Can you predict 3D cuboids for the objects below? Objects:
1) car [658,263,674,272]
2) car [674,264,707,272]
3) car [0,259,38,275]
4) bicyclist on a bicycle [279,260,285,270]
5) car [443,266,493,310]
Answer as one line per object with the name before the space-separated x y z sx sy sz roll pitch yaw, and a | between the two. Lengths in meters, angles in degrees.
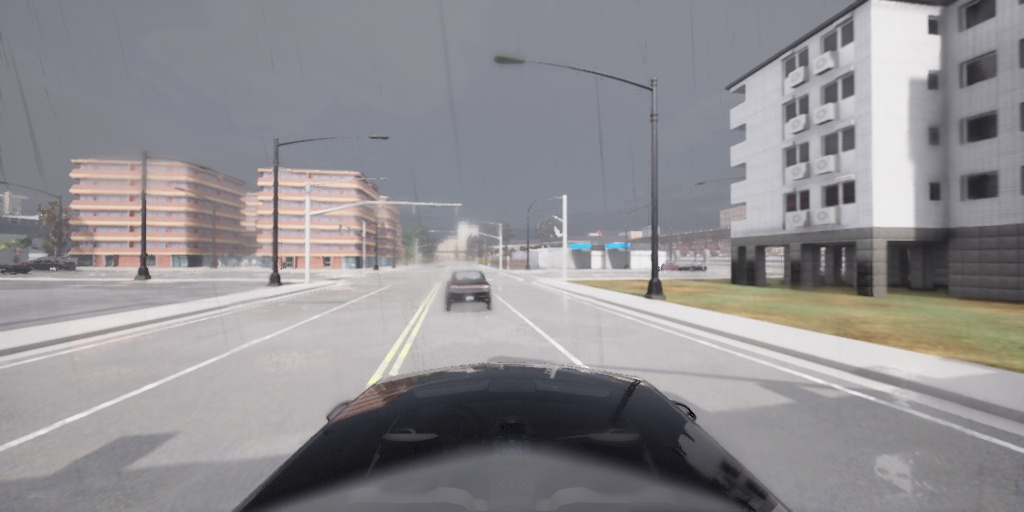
car | 25.589 1.851 58.467 4.181 1.385 1.994 0 -1 -26
car | 28.035 1.861 55.730 4.718 1.301 1.895 0 -1 -27
car | -50.803 1.168 35.314 4.718 1.301 1.895 1 -1 -8
bicyclist on a bicycle | -34.756 1.364 54.239 0.582 1.620 1.656 1 0 -8
car | -1.933 1.378 15.650 2.128 1.511 4.902 0 0 -9
